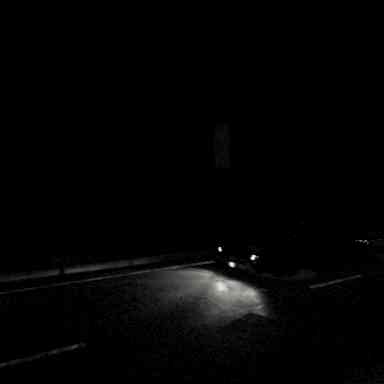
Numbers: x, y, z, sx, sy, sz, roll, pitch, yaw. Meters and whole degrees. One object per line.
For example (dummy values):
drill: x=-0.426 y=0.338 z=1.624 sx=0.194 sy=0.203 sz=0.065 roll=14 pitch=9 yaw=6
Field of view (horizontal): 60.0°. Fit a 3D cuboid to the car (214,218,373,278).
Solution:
car: x=3.307 y=1.526 z=10.199 sx=5.357 sy=1.411 sz=2.033 roll=0 pitch=0 yaw=-32
